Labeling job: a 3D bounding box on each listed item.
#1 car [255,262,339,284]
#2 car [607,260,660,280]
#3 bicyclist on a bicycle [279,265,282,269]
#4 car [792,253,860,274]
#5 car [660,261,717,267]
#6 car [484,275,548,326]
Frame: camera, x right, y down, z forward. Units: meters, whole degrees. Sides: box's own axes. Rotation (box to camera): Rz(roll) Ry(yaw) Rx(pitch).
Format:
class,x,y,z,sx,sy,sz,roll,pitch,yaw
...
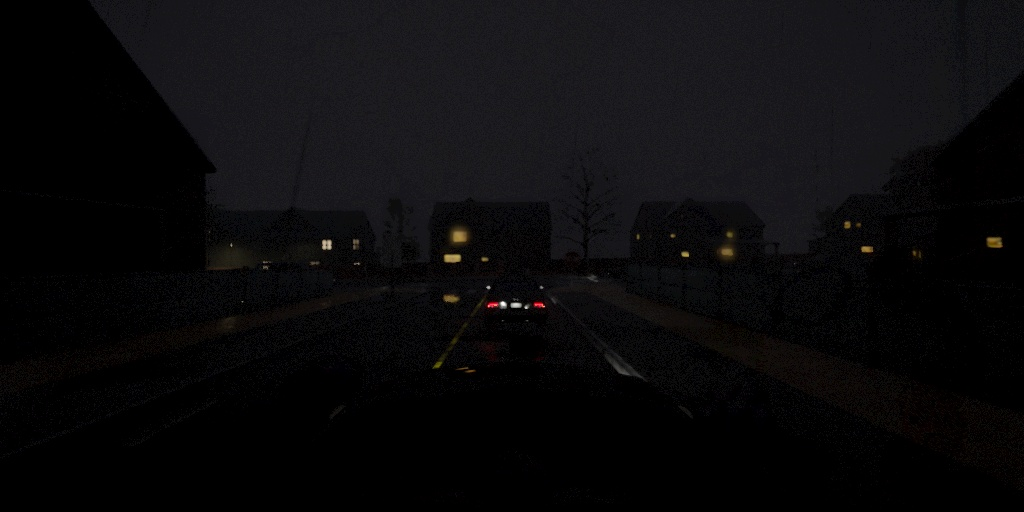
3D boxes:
class,x,y,z,sx,sy,sz,roll,pitch,yaw
car,-15.403,1.435,25.490,5.566,2.045,2.150,-1,1,0
car,10.031,1.089,28.469,4.892,1.490,1.837,-2,1,0
bicyclist on a bicycle,-20.150,1.570,31.340,0.582,1.620,1.656,-1,1,0
car,24.985,0.586,28.472,4.553,1.767,2.097,-1,1,1
car,13.912,1.067,25.766,5.357,1.411,2.033,-1,1,4
car,0.104,1.348,11.876,2.033,1.411,5.357,0,0,0
